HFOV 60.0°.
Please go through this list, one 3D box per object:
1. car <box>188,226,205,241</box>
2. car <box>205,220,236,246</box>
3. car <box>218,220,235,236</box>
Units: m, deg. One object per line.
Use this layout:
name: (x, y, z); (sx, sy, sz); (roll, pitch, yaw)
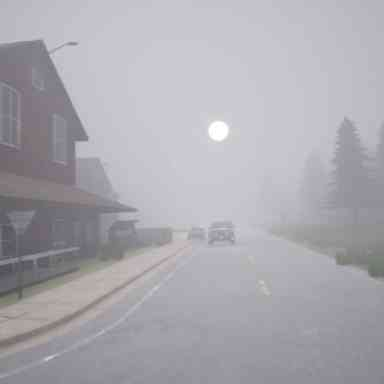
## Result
car: (0.601, 4.447, 36.066); (1.816, 1.474, 4.193); (3, -5, 5)
car: (2.684, 3.556, 29.530); (2.150, 2.045, 5.566); (-3, -5, 7)
car: (4.993, 5.100, 47.663); (2.150, 2.045, 5.566); (-3, -5, 7)
